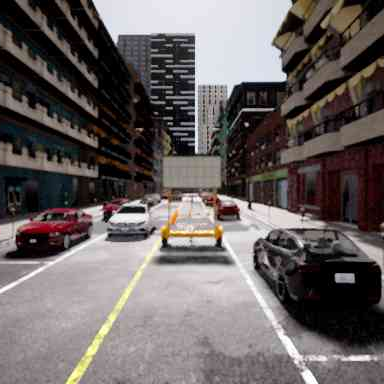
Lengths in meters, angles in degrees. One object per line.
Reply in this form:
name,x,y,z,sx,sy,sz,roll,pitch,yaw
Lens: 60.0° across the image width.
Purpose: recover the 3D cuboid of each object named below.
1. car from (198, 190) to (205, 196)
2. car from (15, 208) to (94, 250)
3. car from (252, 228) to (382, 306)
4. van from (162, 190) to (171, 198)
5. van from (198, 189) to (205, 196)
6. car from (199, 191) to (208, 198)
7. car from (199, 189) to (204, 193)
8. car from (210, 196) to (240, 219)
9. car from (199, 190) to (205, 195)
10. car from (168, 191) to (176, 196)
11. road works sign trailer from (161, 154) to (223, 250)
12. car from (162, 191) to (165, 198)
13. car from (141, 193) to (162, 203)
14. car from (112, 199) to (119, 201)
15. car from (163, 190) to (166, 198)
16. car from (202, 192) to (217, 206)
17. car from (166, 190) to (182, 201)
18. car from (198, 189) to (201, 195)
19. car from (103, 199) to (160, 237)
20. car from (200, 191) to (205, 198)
car,2.566,0.295,93.179,1.752,1.417,4.829,0,1,0
car,-5.309,1.354,13.350,1.887,1.381,4.507,1,1,0
car,2.572,1.455,7.673,1.947,1.339,4.313,1,1,0
van,-5.311,0.391,70.239,1.690,1.788,3.998,1,1,0
van,2.567,0.181,87.317,1.690,1.788,3.998,0,1,0
car,2.566,0.561,75.942,1.802,1.307,4.206,0,1,0
car,2.568,0.718,59.044,1.752,1.417,4.829,0,1,0
car,2.570,1.234,24.740,1.802,1.307,4.206,1,1,0
car,2.569,0.815,53.185,1.887,1.381,4.507,1,1,0
car,-5.315,0.385,87.310,1.887,1.381,4.507,0,1,0
road works sign trailer,-0.001,0.273,13.335,2.380,3.560,2.880,0,1,0
car,-5.311,0.873,47.315,1.752,1.417,4.829,1,1,0
car,-5.311,0.972,41.796,2.008,1.369,4.403,1,1,0
car,-5.310,1.197,24.727,1.887,1.381,4.507,1,1,0
car,-5.313,0.667,64.553,1.887,1.381,4.507,1,1,0
car,2.569,1.003,41.807,1.802,1.307,4.206,1,1,0
car,-2.815,0.561,57.819,2.097,1.767,4.553,0,1,0
car,2.567,0.573,70.422,1.752,1.417,4.829,0,1,0
car,-2.852,1.291,16.495,1.812,1.442,4.674,0,1,0
car,2.569,0.890,47.497,1.887,1.381,4.507,1,1,0
